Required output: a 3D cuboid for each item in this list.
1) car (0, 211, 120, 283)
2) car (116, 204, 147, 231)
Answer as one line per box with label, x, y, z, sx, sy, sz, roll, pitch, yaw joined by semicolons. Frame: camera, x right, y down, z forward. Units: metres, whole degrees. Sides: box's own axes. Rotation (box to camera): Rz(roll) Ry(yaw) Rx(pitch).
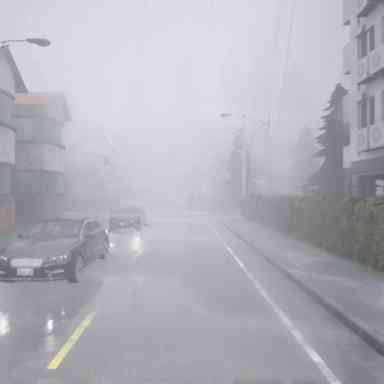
car;-3.778;1.529;9.885;2.128;1.511;4.902;0;0;-1
car;-3.987;1.585;21.176;1.837;1.490;4.892;0;0;-1
